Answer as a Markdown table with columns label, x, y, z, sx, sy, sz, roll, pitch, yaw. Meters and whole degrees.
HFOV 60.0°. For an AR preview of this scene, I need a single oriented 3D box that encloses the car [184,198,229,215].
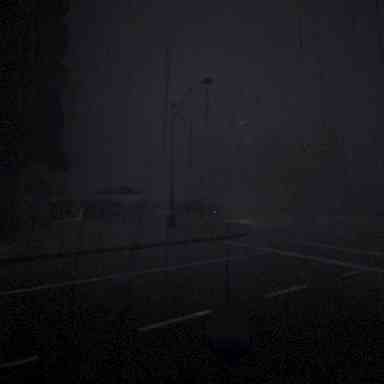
| label | x | y | z | sx | sy | sz | roll | pitch | yaw |
| --- | --- | --- | --- | --- | --- | --- | --- | --- | --- |
| car | 1.398 | 1.424 | 34.367 | 2.128 | 1.511 | 4.902 | 0 | 0 | -36 |

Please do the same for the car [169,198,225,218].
| label | x | y | z | sx | sy | sz | roll | pitch | yaw |
| --- | --- | --- | --- | --- | --- | --- | --- | --- | --- |
| car | 0.438 | 1.426 | 29.730 | 2.128 | 1.511 | 4.902 | 0 | 0 | -38 |

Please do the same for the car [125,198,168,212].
| label | x | y | z | sx | sy | sz | roll | pitch | yaw |
| --- | --- | --- | --- | --- | --- | --- | --- | --- | --- |
| car | -5.234 | 1.481 | 37.661 | 2.033 | 1.411 | 5.357 | 0 | 0 | -36 |

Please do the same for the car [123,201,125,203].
| label | x | y | z | sx | sy | sz | roll | pitch | yaw |
| --- | --- | --- | --- | --- | --- | --- | --- | --- | --- |
| car | -11.986 | 1.480 | 48.721 | 5.357 | 1.411 | 2.033 | 0 | 0 | 29 |

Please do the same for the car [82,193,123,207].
| label | x | y | z | sx | sy | sz | roll | pitch | yaw |
| --- | --- | --- | --- | --- | --- | --- | --- | --- | --- |
| car | -12.406 | 1.156 | 44.839 | 5.566 | 2.045 | 2.150 | 0 | 0 | 34 |
